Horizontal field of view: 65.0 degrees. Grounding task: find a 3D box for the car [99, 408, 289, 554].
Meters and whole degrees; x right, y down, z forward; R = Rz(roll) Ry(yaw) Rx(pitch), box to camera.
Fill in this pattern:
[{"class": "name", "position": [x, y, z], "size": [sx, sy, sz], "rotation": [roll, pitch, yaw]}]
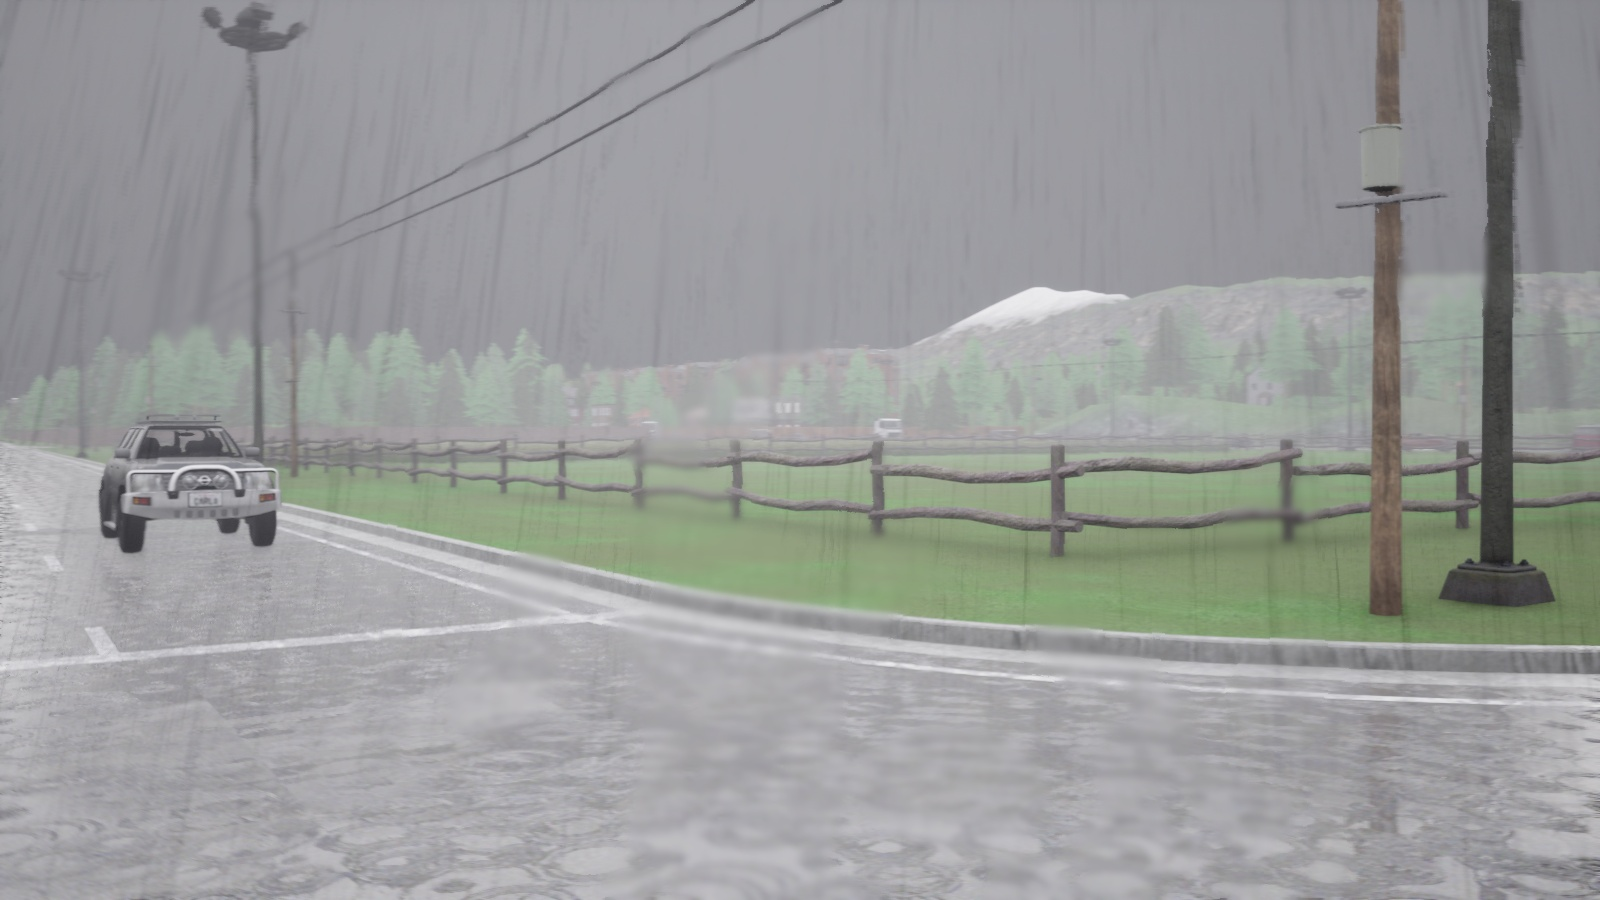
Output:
[{"class": "car", "position": [-8.992, 0.357, 18.412], "size": [1.932, 1.855, 4.605], "rotation": [0, 1, -33]}]
